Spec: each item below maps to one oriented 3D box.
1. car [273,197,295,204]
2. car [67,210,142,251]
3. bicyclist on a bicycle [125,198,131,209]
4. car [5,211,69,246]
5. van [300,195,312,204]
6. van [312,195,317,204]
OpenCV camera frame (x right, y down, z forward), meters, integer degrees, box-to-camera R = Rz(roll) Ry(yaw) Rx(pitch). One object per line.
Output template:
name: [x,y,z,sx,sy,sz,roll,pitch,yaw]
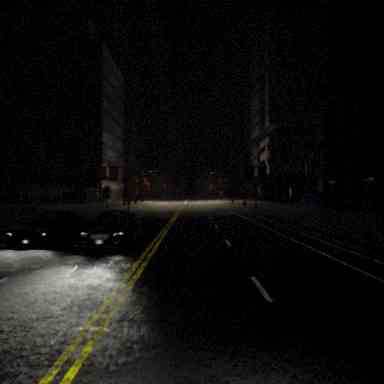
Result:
car: [19.122,1.764,69.229,4.403,1.369,2.008,0,0,0]
car: [-3.350,1.545,14.440,2.128,1.511,4.902,0,0,0]
bicyclist on a bicycle: [-8.754,1.632,45.968,0.866,1.612,1.509,0,-1,0]
car: [-6.602,1.606,15.843,2.033,1.411,5.357,0,0,0]
van: [24.740,1.543,69.206,3.998,1.788,1.690,0,0,0]
van: [24.706,1.502,60.681,3.998,1.788,1.690,0,0,0]
